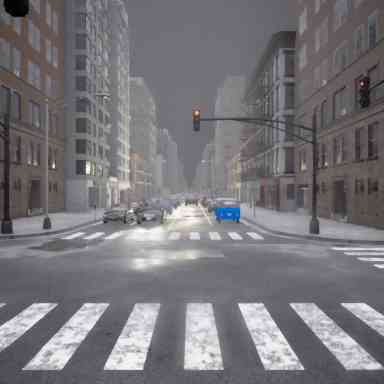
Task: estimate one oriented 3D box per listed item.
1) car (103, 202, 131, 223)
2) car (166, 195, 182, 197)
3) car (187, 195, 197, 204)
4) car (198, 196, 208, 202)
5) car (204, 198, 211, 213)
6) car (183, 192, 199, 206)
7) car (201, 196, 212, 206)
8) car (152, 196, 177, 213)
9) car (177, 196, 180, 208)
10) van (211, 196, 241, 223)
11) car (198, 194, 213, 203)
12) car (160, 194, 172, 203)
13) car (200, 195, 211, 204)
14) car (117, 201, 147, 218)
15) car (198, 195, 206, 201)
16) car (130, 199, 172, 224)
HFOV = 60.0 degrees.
[{"bbox_3d":[-5.424,1.549,24.907,2.008,1.369,4.403,0,0,0],"label":"car"},{"bbox_3d":[-2.882,1.554,53.150,1.994,1.385,4.181,0,0,1],"label":"car"},{"bbox_3d":[-0.093,1.459,65.055,1.882,1.535,5.008,0,0,0],"label":"car"},{"bbox_3d":[2.529,1.524,76.059,2.008,1.369,4.403,0,0,0],"label":"car"},{"bbox_3d":[2.585,1.580,36.290,1.802,1.307,4.206,0,0,0],"label":"car"},{"bbox_3d":[-0.079,1.340,55.023,2.097,1.767,4.553,0,0,0],"label":"car"},{"bbox_3d":[2.569,1.576,47.653,1.802,1.307,4.206,0,0,0],"label":"car"},{"bbox_3d":[-2.899,1.476,33.902,1.882,1.535,5.008,0,0,0],"label":"car"},{"bbox_3d":[-2.909,1.560,43.127,1.994,1.385,4.181,0,0,0],"label":"car"},{"bbox_3d":[2.601,1.340,24.927,1.690,1.788,3.998,0,0,0],"label":"van"},{"bbox_3d":[2.561,1.305,53.334,2.192,1.841,5.009,0,0,0],"label":"car"},{"bbox_3d":[-5.488,1.292,70.362,2.192,1.841,5.009,0,0,0],"label":"car"},{"bbox_3d":[2.545,1.421,64.696,1.967,1.590,4.097,0,0,0],"label":"car"},{"bbox_3d":[-5.432,1.543,30.589,1.887,1.381,4.507,0,0,0],"label":"car"},{"bbox_3d":[2.513,1.530,87.421,1.947,1.339,4.313,0,0,0],"label":"car"},{"bbox_3d":[-2.872,1.490,24.459,2.128,1.511,4.902,0,0,-1],"label":"car"}]
